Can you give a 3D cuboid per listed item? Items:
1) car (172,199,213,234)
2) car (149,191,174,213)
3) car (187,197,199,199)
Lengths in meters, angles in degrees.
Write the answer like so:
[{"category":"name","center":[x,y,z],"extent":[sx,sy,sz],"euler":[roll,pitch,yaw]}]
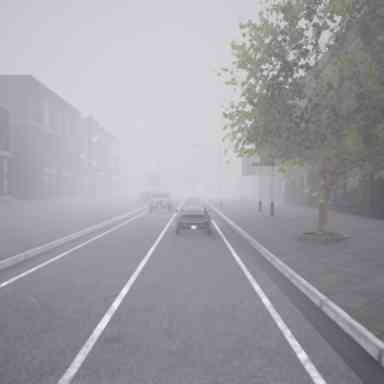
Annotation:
[{"category":"car","center":[0.085,1.383,18.314],"extent":[1.837,1.490,4.892],"euler":[0,1,0]},{"category":"car","center":[-3.018,0.946,33.585],"extent":[2.150,2.045,5.566],"euler":[0,1,0]},{"category":"car","center":[0.080,1.255,35.320],"extent":[2.033,1.411,5.357],"euler":[0,1,0]}]
